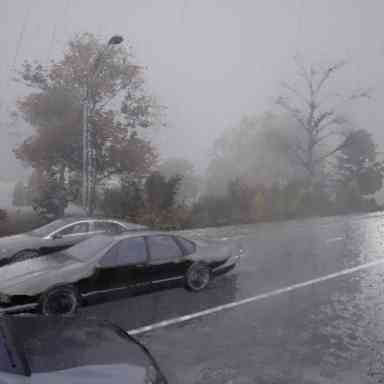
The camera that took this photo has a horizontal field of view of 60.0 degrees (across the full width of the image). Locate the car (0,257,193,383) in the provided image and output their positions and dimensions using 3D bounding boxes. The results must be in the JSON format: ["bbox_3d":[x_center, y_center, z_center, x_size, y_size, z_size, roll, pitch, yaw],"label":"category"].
[{"bbox_3d":[-2.197,1.572,2.290,4.181,1.385,1.994,0,0,-36],"label":"car"}]

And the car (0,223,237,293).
[{"bbox_3d":[-1.442,1.566,7.363,5.357,1.411,2.033,0,0,-36],"label":"car"}]

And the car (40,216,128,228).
[{"bbox_3d":[-3.589,1.518,10.154,4.902,1.511,2.128,0,0,-37],"label":"car"}]
